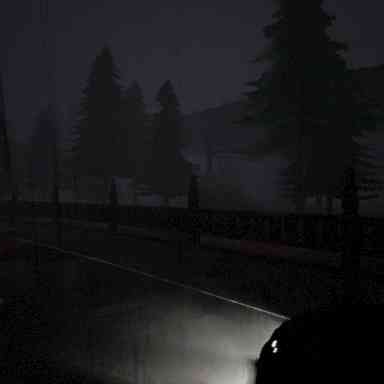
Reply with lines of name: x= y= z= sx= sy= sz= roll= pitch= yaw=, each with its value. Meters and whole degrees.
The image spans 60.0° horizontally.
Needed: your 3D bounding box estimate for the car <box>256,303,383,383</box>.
car: x=2.568 y=1.563 z=2.508 sx=1.994 sy=1.385 sz=4.181 roll=0 pitch=0 yaw=-43
